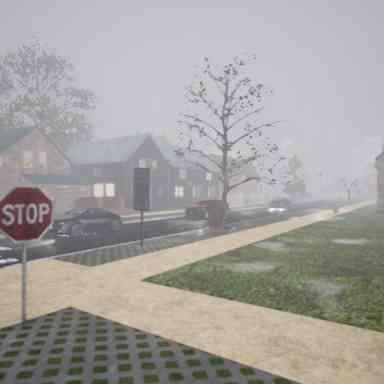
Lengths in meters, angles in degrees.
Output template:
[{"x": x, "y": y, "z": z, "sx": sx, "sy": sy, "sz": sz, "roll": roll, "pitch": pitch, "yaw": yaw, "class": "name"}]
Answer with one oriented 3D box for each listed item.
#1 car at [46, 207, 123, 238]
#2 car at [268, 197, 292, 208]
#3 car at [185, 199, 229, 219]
[{"x": -5.634, "y": 1.483, "z": 17.452, "sx": 1.994, "sy": 1.385, "sz": 4.181, "roll": 1, "pitch": 1, "yaw": 34, "class": "car"}, {"x": 11.442, "y": 1.326, "z": 42.995, "sx": 1.994, "sy": 1.385, "sz": 4.181, "roll": 1, "pitch": 1, "yaw": 34, "class": "car"}, {"x": 1.319, "y": 1.331, "z": 27.917, "sx": 1.882, "sy": 1.535, "sz": 5.008, "roll": 1, "pitch": 1, "yaw": 34, "class": "car"}]
